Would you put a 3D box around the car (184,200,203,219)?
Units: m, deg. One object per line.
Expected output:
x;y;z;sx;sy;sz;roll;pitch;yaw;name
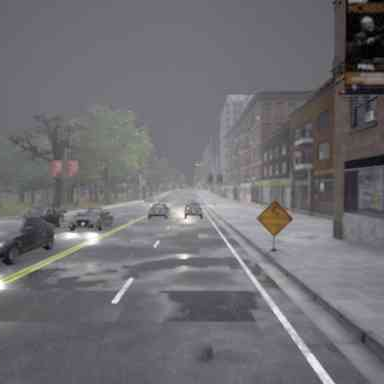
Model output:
0.135;1.809;32.370;2.033;1.411;5.357;0;0;0;car

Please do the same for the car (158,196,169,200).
-6.423;1.702;75.114;2.097;1.767;4.553;0;0;0;car

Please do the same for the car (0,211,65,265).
-6.587;1.624;12.216;1.812;1.442;4.674;0;0;0;car

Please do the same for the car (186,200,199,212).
0.093;1.857;46.607;1.837;1.490;4.892;0;0;1;car

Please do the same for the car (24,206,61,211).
-9.815;1.668;21.322;2.128;1.511;4.902;0;0;0;car

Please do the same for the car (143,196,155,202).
-9.673;1.703;75.117;2.097;1.767;4.553;0;0;0;car

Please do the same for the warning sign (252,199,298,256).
2.885;1.206;11.666;1.300;1.860;1.060;1;1;0;warning sign

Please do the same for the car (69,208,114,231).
-6.550;1.746;22.080;1.994;1.385;4.181;0;0;1;car

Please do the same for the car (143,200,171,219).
-3.116;1.808;32.043;2.033;1.411;5.357;0;0;0;car
